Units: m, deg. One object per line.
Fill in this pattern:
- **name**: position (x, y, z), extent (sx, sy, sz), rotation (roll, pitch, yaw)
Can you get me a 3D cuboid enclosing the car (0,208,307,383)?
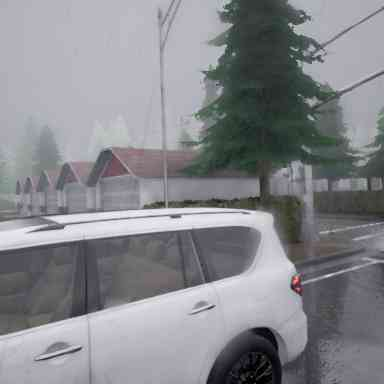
- **car**: position (-1.340, 1.241, 3.035), extent (5.566, 2.045, 2.150), rotation (-1, 0, -34)
